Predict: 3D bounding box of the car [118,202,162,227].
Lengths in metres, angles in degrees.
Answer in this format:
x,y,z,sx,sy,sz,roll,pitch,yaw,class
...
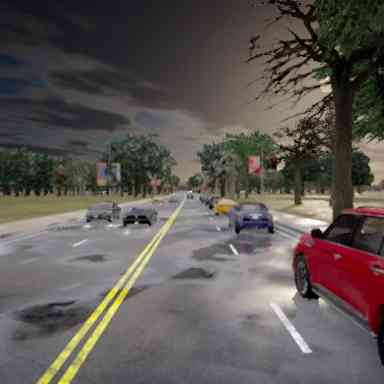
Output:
x,y,z,sx,sy,sz,roll,pitch,yaw,class
-3.377,1.577,22.427,1.895,1.301,4.718,0,0,0,car

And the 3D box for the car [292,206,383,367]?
x,y,z,sx,sy,sz,roll,pitch,yaw,class
3.348,1.214,5.216,2.150,2.045,5.566,0,0,0,car

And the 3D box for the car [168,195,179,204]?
x,y,z,sx,sy,sz,roll,pitch,yaw,class
-3.482,1.446,63.493,1.837,1.490,4.892,0,0,0,car

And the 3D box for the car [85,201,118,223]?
x,y,z,sx,sy,sz,roll,pitch,yaw,class
-6.634,1.479,25.357,1.837,1.490,4.892,0,0,0,car

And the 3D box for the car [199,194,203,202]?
x,y,z,sx,sy,sz,roll,pitch,yaw,class
3.030,1.295,65.272,2.097,1.767,4.553,0,0,0,car

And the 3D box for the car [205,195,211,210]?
x,y,z,sx,sy,sz,roll,pitch,yaw,class
3.153,1.391,43.291,2.033,1.649,4.856,0,0,0,car

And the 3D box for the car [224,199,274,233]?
x,y,z,sx,sy,sz,roll,pitch,yaw,class
3.329,1.332,19.526,2.097,1.767,4.553,0,0,0,car

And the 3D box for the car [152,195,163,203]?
x,y,z,sx,sy,sz,roll,pitch,yaw,class
-6.732,1.412,65.881,1.882,1.535,5.008,0,0,0,car

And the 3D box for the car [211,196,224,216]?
x,y,z,sx,sy,sz,roll,pitch,yaw,class
3.195,1.446,32.286,1.882,1.535,5.008,0,0,0,car

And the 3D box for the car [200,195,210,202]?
x,y,z,sx,sy,sz,roll,pitch,yaw,class
2.950,1.438,76.337,2.163,1.488,4.792,0,0,0,car

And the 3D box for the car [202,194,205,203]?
x,y,z,sx,sy,sz,roll,pitch,yaw,class
3.098,1.455,54.297,1.837,1.490,4.892,0,0,0,car

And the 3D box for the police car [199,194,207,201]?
x,y,z,sx,sy,sz,roll,pitch,yaw,class
2.857,1.352,87.422,1.930,1.638,5.238,0,0,-1,police car
